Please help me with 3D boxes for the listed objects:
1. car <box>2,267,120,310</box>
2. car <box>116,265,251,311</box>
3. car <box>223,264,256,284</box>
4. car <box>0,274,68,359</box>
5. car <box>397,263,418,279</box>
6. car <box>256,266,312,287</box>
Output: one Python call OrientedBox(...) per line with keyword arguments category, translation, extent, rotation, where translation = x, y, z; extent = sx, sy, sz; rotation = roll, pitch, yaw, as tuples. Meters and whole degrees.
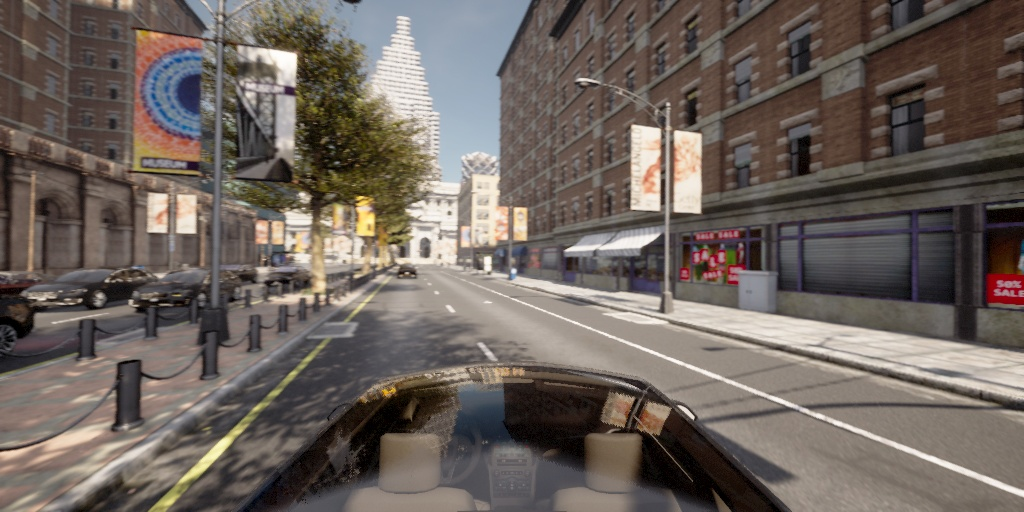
OrientedBox(category="car", translation=(-16.307, 1.208, 14.268), extent=(1.837, 1.490, 4.892), rotation=(1, -1, -16))
OrientedBox(category="car", translation=(-12.702, 1.253, 14.394), extent=(1.837, 1.490, 4.892), rotation=(1, -1, -16))
OrientedBox(category="car", translation=(-19.387, 1.286, 24.972), extent=(2.128, 1.511, 4.902), rotation=(1, -1, -16))
OrientedBox(category="car", translation=(-10.016, 1.161, 5.096), extent=(2.128, 1.511, 4.902), rotation=(1, -1, -16))
OrientedBox(category="car", translation=(-10.744, 1.517, 36.838), extent=(1.882, 1.535, 5.008), rotation=(1, -1, -16))
OrientedBox(category="car", translation=(-16.024, 1.393, 25.925), extent=(2.033, 1.411, 5.357), rotation=(1, -1, -16))
